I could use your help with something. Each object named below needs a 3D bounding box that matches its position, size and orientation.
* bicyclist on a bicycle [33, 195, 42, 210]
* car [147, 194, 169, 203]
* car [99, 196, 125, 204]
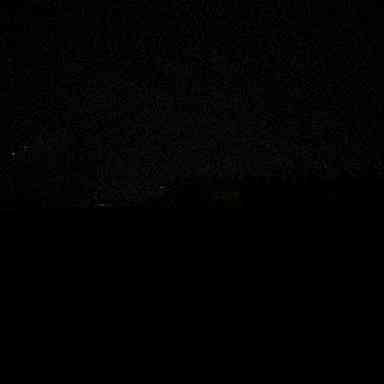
[{"bbox_3d":[-16.719,1.118,36.016,1.656,1.620,0.582,0,0,35],"label":"bicyclist on a bicycle"},{"bbox_3d":[-5.544,1.145,57.195,1.882,1.535,5.008,-1,-1,36],"label":"car"},{"bbox_3d":[-12.580,1.246,52.218,1.994,1.385,4.181,-1,-1,35],"label":"car"}]
